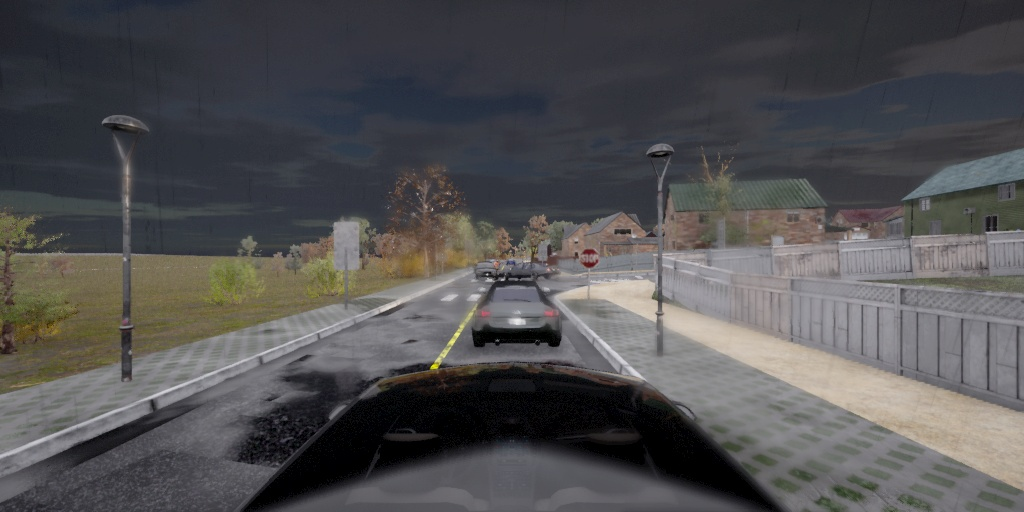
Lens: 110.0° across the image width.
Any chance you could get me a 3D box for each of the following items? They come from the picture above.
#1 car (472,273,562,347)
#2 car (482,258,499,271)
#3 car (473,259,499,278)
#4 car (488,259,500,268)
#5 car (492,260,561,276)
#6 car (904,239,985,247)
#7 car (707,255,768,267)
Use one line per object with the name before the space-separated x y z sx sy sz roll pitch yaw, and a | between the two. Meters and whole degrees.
car | 0.081 1.313 9.322 1.994 1.385 4.181 0 0 -1
car | -2.984 1.121 51.057 2.097 1.767 4.553 0 0 0
car | -2.332 1.258 31.241 1.837 1.490 4.892 0 0 -8
car | -2.996 1.256 61.094 1.882 1.535 5.008 0 0 0
car | 1.263 1.198 28.340 5.357 1.411 2.033 -4 -3 43
car | 23.837 -0.208 20.357 4.902 1.511 2.128 -3 0 14
car | 14.329 0.413 22.753 4.181 1.385 1.994 -3 0 16
